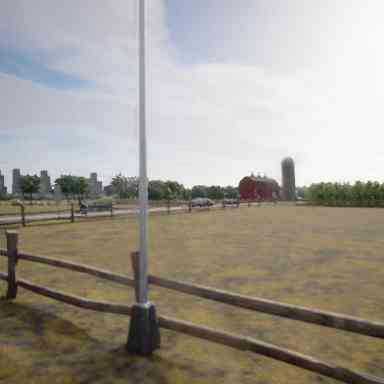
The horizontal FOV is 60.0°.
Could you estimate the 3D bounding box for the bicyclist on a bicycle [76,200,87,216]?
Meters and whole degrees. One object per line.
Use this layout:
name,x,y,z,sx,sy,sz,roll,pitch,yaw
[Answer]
bicyclist on a bicycle,-10.511,1.545,31.567,1.656,1.620,0.582,-1,0,35

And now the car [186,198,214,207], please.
car,1.538,1.748,53.815,2.033,1.411,5.357,-2,-2,36

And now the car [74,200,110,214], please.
car,-11.846,1.771,40.004,1.837,1.490,4.892,-2,-1,35

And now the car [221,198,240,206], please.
car,7.264,1.851,61.949,1.895,1.301,4.718,-2,-2,35

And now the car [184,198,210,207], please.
car,0.881,1.785,57.746,1.882,1.535,5.008,-2,-2,36
